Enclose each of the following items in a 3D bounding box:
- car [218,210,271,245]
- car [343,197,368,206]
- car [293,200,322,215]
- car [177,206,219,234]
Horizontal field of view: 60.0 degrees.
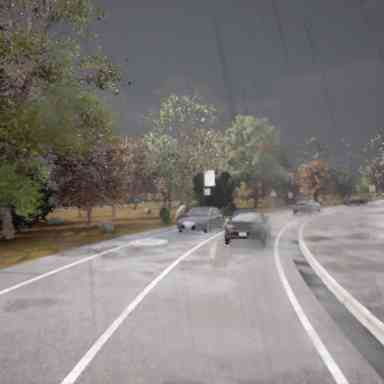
[{"bbox_3d":[2.729,1.586,15.959,1.812,1.442,4.674,-1,-1,16],"label":"car"},{"bbox_3d":[26.118,1.472,53.282,4.718,1.301,1.895,-3,-2,-37],"label":"car"},{"bbox_3d":[12.106,1.555,34.874,2.128,1.511,4.902,-4,-2,36],"label":"car"},{"bbox_3d":[0.626,1.654,20.571,2.128,1.511,4.902,-2,-1,20],"label":"car"}]
